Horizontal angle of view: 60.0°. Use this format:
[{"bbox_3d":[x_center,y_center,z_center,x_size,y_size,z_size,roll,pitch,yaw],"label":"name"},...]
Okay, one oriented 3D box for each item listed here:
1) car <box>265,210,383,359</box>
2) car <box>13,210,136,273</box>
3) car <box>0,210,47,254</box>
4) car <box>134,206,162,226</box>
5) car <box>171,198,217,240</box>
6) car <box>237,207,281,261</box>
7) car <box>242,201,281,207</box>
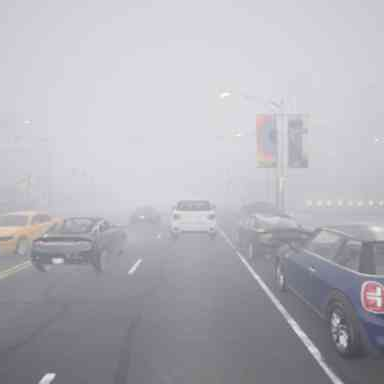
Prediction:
[{"bbox_3d":[3.038,1.387,6.204,2.185,1.767,4.553,0,0,0],"label":"car"},{"bbox_3d":[-3.403,1.549,10.861,2.128,1.511,4.902,0,0,0],"label":"car"},{"bbox_3d":[-7.005,1.554,13.575,1.882,1.535,5.008,0,-1,0],"label":"car"},{"bbox_3d":[-3.407,1.694,24.854,1.994,1.385,4.181,0,0,0],"label":"car"},{"bbox_3d":[0.097,1.314,17.693,2.150,2.045,5.566,0,0,0],"label":"car"},{"bbox_3d":[2.897,1.546,12.628,2.097,1.535,5.008,0,0,0],"label":"car"},{"bbox_3d":[7.432,1.687,34.865,4.892,1.490,1.837,0,-3,-28],"label":"car"}]
